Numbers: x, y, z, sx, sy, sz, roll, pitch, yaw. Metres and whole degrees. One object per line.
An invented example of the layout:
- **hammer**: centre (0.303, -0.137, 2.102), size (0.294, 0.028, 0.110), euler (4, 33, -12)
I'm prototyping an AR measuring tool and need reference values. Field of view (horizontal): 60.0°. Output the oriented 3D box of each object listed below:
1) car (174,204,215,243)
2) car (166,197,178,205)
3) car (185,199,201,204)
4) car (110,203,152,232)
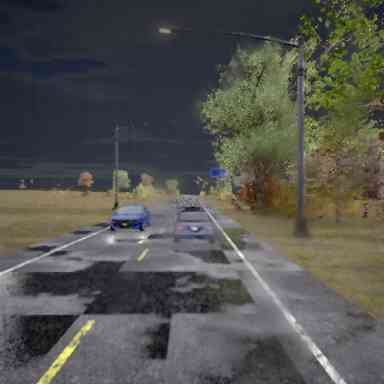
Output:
- **car**: centre (0.104, 1.552, 16.141), size (2.033, 1.411, 5.357), euler (0, 0, 0)
- **car**: centre (-3.534, 1.591, 59.625), size (1.994, 1.385, 4.181), euler (0, 0, 1)
- **car**: centre (0.106, 1.564, 41.157), size (2.033, 1.411, 5.357), euler (0, 0, 0)
- **car**: centre (-3.595, 1.483, 20.274), size (1.882, 1.535, 5.008), euler (0, 0, 0)
